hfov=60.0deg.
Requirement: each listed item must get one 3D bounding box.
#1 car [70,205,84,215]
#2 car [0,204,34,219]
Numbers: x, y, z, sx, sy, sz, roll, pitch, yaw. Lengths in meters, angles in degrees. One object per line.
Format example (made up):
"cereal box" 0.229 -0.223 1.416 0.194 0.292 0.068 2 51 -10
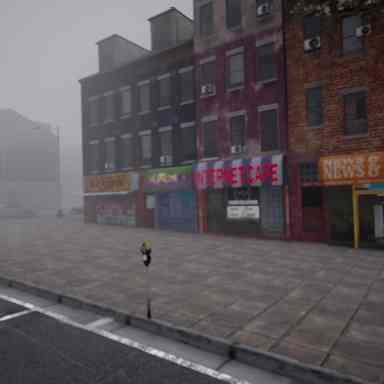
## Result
"car" -10.547 1.698 36.390 2.033 1.411 5.357 -3 -1 35
"car" -16.003 1.720 28.802 1.994 1.385 4.181 -3 -1 36
